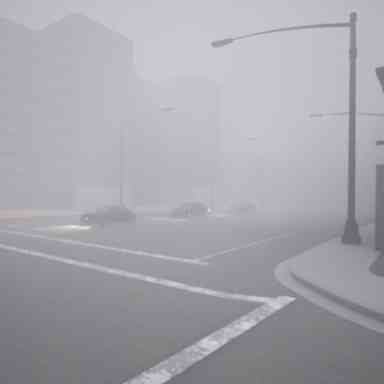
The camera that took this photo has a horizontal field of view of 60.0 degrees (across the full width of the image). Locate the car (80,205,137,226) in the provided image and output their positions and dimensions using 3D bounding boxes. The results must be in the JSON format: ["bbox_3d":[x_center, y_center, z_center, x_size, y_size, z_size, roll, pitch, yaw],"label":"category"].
[{"bbox_3d":[-6.020,1.657,24.279,1.994,1.385,4.181,1,0,35],"label":"car"}]

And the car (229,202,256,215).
[{"bbox_3d":[6.382,1.998,42.005,2.128,1.511,4.902,1,-1,35],"label":"car"}]

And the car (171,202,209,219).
[{"bbox_3d":[-0.121,1.764,32.719,1.837,1.490,4.892,1,-1,35],"label":"car"}]
